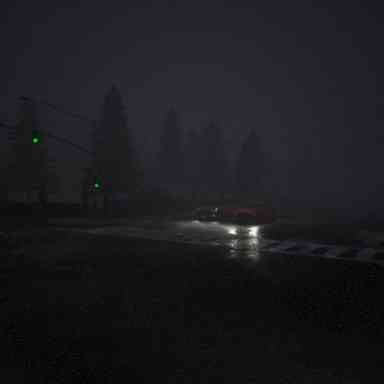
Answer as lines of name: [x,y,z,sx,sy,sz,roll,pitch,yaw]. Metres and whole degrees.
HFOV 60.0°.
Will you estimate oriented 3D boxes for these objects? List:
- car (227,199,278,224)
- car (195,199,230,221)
car: [4.949,1.494,25.517,1.882,1.535,5.008,0,0,35]
car: [2.215,1.374,27.710,2.097,1.767,4.553,0,0,35]
